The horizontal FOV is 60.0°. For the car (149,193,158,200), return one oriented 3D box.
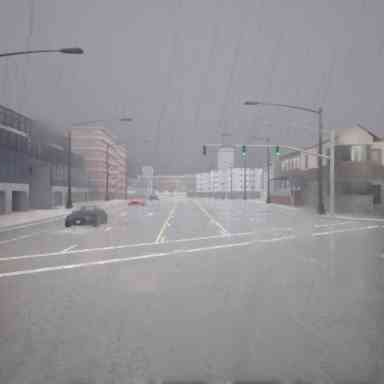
[{"bbox_3d":[-8.366,1.051,72.227,1.882,1.535,5.008,0,0,-2],"label":"car"}]

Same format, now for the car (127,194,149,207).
[{"bbox_3d":[-7.644,1.133,46.497,2.097,1.767,4.553,0,1,-2],"label":"car"}]

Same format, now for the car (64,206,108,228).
[{"bbox_3d":[-6.967,1.625,22.254,1.994,1.385,4.181,0,0,-2],"label":"car"}]
